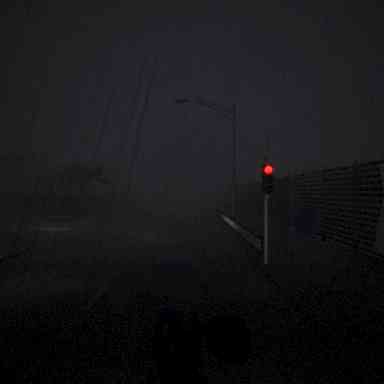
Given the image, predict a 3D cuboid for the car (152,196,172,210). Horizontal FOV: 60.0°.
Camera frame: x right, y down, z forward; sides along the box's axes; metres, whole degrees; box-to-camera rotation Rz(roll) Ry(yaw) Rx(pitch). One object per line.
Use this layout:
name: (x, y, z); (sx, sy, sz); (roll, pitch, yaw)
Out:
car: (-4.029, 1.564, 43.385); (1.994, 1.385, 4.181); (0, 0, 0)

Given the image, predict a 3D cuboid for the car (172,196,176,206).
car: (-4.006, 1.478, 53.457); (1.882, 1.535, 5.008); (0, 0, 0)

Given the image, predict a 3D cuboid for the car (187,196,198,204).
car: (0.102, 1.505, 63.183); (1.837, 1.490, 4.892); (0, 0, 0)
